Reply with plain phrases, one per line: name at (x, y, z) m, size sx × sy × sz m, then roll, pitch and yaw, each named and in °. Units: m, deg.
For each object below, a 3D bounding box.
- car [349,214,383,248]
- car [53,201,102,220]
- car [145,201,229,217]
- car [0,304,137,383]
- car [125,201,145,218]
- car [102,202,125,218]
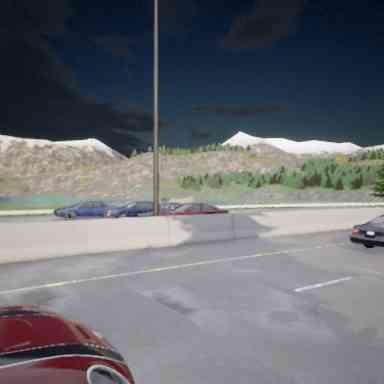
car at (8.555, 1.513, 13.071) m, size 5.357 × 1.411 × 2.033 m, roll 0°, pitch 0°, yaw -29°
car at (-8.555, 1.456, 27.529) m, size 5.357 × 1.411 × 2.033 m, roll 0°, pitch 0°, yaw -32°
car at (-0.036, 1.414, 20.415) m, size 5.008 × 1.535 × 1.882 m, roll 0°, pitch 0°, yaw -30°
car at (-2.521, 1.344, 1.828) m, size 4.553 × 1.767 × 2.097 m, roll 0°, pitch 0°, yaw -36°
car at (-1.639, 1.473, 23.565) m, size 5.357 × 1.411 × 2.033 m, roll 0°, pitch 0°, yaw -31°
car at (-4.265, 1.442, 26.032) m, size 4.674 × 1.442 × 1.812 m, roll 0°, pitch 0°, yaw -30°
